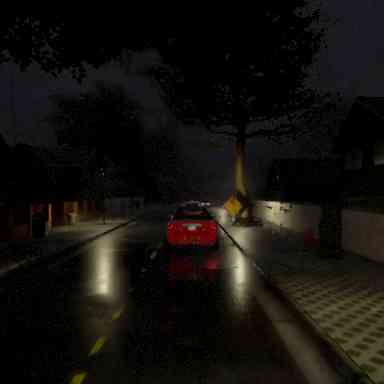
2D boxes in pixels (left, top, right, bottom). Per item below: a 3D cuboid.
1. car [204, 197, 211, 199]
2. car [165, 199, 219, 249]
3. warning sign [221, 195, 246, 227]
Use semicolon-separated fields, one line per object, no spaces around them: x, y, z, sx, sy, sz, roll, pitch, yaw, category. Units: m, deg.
3.435;1.867;77.601;1.994;1.385;4.181;0;-1;15;car
0.000;1.383;14.627;2.097;1.767;4.553;0;0;0;car
2.494;1.143;20.129;1.300;1.860;1.060;-1;-2;0;warning sign
